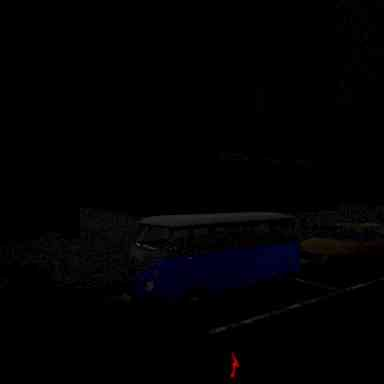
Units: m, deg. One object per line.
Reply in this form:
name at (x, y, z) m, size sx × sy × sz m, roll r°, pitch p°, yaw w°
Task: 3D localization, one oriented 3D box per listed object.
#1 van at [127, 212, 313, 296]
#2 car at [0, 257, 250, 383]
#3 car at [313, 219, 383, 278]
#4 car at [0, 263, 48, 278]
van at (0.556, 1.341, 7.049) m, size 3.998 × 1.788 × 1.690 m, roll 0°, pitch 0°, yaw -36°
car at (-1.572, 1.564, 2.258) m, size 4.181 × 1.385 × 1.994 m, roll 0°, pitch 0°, yaw -36°
car at (4.844, 1.525, 10.109) m, size 4.829 × 1.417 × 1.752 m, roll 0°, pitch 0°, yaw -36°
car at (-3.870, 1.566, 3.891) m, size 4.313 × 1.339 × 1.947 m, roll 0°, pitch 0°, yaw -36°
